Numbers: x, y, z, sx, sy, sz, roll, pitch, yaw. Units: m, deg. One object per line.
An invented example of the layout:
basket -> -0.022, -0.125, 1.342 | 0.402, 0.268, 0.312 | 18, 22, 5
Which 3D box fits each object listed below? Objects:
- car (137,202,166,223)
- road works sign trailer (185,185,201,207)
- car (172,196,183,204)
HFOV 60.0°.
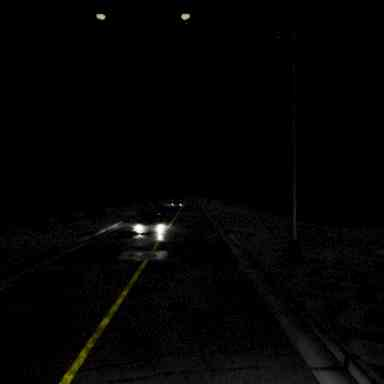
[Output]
car -> -3.110, 1.515, 26.411 | 1.882, 1.535, 5.008 | 0, 0, 0
road works sign trailer -> -0.024, 0.605, 55.729 | 2.380, 3.560, 2.880 | 0, 0, 0
car -> -3.031, 1.546, 68.480 | 2.097, 1.767, 4.553 | 0, 0, 0
